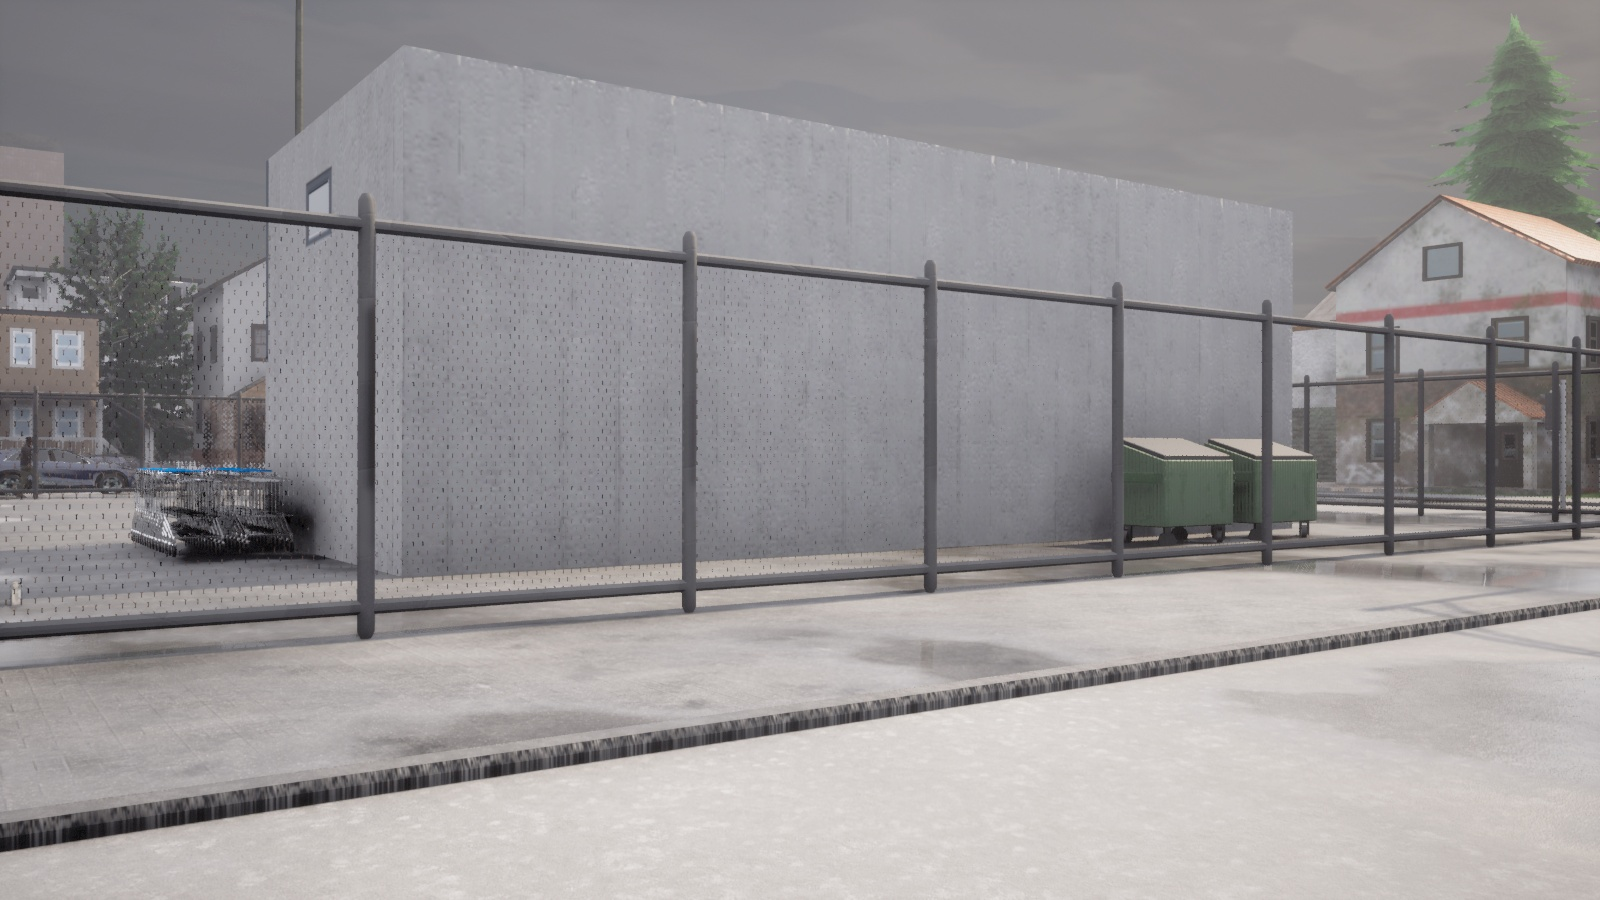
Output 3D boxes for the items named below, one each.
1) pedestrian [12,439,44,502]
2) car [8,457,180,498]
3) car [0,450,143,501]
[{"bbox_3d":[-22.906,0.594,37.264,0.431,1.840,0.703,0,0,42],"label":"pedestrian"},{"bbox_3d":[-25.960,0.961,46.288,5.357,1.411,2.033,0,0,-35],"label":"car"},{"bbox_3d":[-24.908,0.831,42.177,4.856,1.649,2.033,0,0,-34],"label":"car"}]
